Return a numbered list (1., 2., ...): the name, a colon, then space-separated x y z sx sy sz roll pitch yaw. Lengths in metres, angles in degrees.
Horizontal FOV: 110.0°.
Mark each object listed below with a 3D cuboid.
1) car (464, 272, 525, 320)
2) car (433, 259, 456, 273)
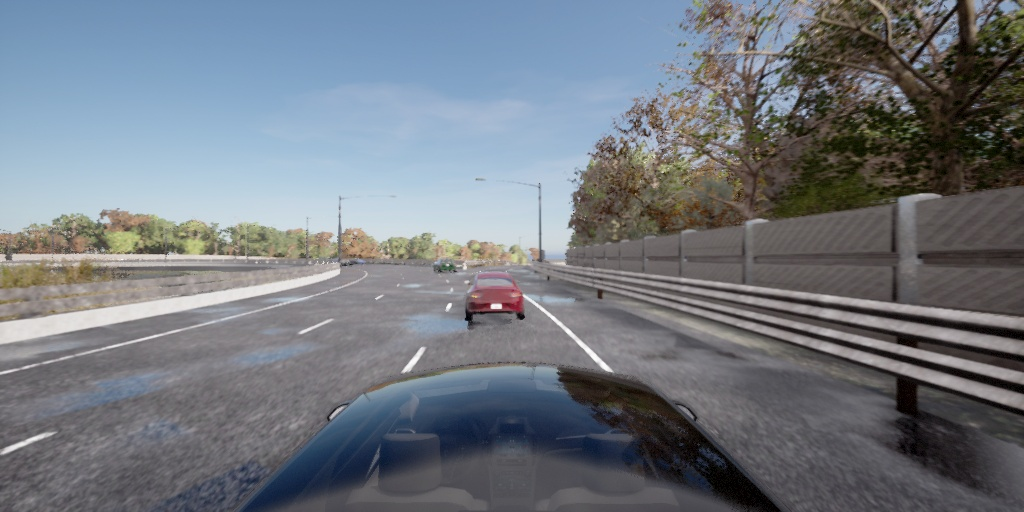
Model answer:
1. car: -0.673 1.269 12.475 1.812 1.442 4.674 0 0 -6
2. car: -8.231 1.095 43.401 2.097 1.767 4.553 0 0 -22
